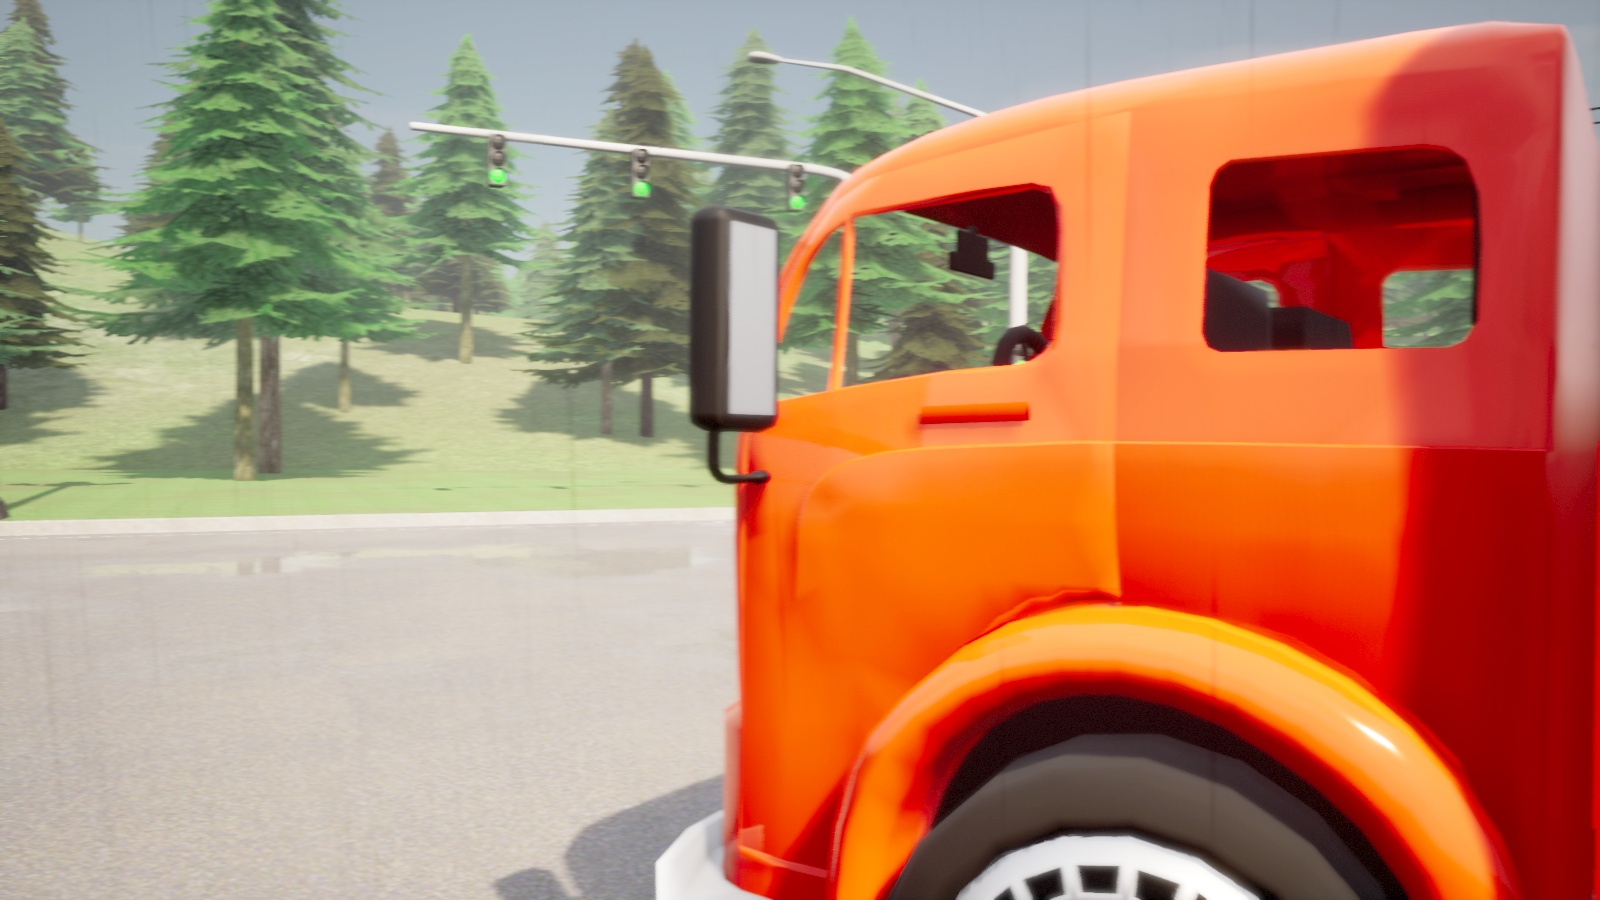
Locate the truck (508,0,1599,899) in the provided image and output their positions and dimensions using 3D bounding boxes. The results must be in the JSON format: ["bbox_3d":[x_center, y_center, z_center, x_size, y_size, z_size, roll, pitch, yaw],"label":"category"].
[{"bbox_3d":[2.321,0.183,2.092,5.204,2.467,2.627,0,1,35],"label":"truck"}]
